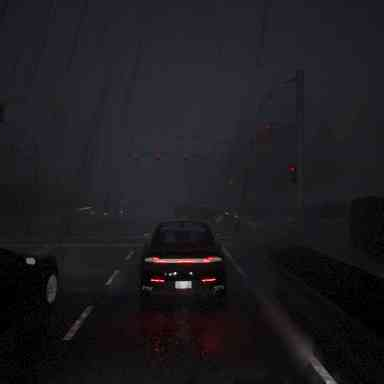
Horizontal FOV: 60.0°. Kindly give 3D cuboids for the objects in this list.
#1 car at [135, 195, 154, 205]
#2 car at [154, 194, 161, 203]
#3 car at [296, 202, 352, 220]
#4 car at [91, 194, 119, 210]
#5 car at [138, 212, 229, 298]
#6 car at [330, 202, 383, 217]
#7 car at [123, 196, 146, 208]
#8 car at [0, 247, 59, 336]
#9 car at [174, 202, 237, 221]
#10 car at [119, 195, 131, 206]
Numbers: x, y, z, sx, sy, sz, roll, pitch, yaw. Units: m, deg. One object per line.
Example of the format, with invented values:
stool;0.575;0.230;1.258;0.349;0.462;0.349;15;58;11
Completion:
car;-8.143;1.563;57.100;1.994;1.385;4.181;0;0;-1
car;-8.305;1.524;71.445;1.812;1.442;4.674;0;0;-1
car;11.396;1.547;27.232;5.357;1.411;2.033;0;0;0
car;-11.433;1.221;43.442;2.150;2.045;5.566;0;0;-2
car;-0.245;1.492;8.539;2.128;1.511;4.902;0;0;-2
car;15.468;1.601;30.696;4.718;1.301;1.895;0;0;0
car;-7.975;1.601;46.504;1.895;1.301;4.718;0;0;-1
car;-3.612;1.478;4.875;1.882;1.535;5.008;0;0;-2
car;0.951;1.491;24.871;4.902;1.511;2.128;0;0;27
car;-11.585;1.505;53.269;1.837;1.490;4.892;0;0;-1
